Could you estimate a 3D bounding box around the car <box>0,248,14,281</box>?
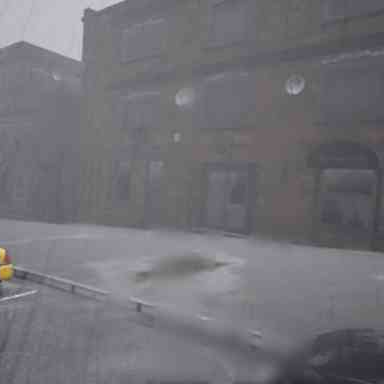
[{"bbox_3d":[-6.418,1.428,8.112,5.366,1.575,1.946,0,0,35],"label":"car"}]
